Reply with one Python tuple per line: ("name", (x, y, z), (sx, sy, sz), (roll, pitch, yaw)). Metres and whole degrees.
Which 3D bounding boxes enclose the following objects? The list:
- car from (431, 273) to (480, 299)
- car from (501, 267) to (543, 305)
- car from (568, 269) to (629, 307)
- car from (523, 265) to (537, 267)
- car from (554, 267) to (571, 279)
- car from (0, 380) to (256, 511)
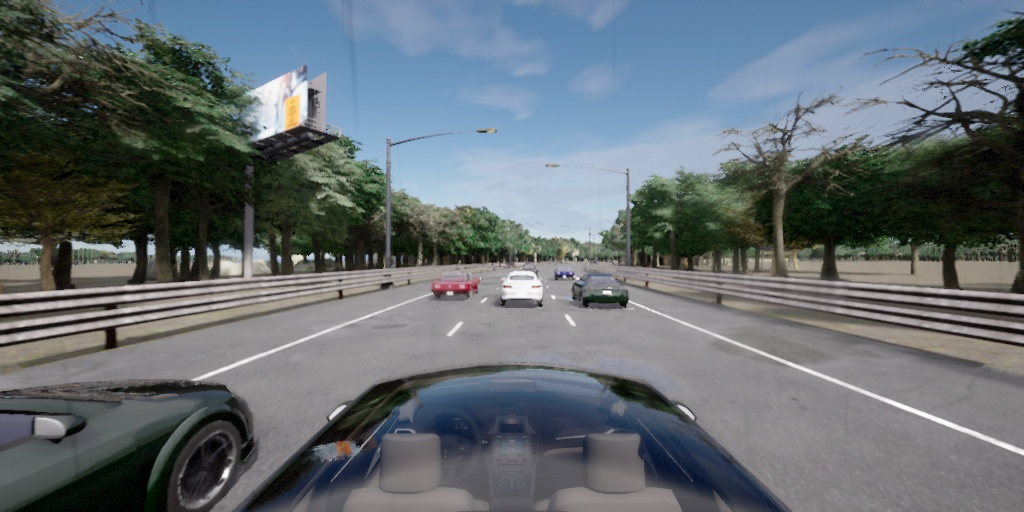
("car", (-2.902, 1.551, 19.658), (1.895, 1.301, 4.718), (0, -1, 3))
("car", (0.487, 1.447, 17.012), (1.812, 1.442, 4.674), (0, -1, 2))
("car", (3.978, 1.484, 16.698), (1.994, 1.385, 4.181), (0, -1, 2))
("car", (1.868, 1.649, 37.439), (2.128, 1.511, 4.902), (0, 0, 5))
("car", (5.370, 1.759, 37.413), (1.895, 1.301, 4.718), (0, -1, 5))
("car", (-3.363, 1.311, 1.579), (1.994, 1.385, 4.181), (0, -1, 0))
